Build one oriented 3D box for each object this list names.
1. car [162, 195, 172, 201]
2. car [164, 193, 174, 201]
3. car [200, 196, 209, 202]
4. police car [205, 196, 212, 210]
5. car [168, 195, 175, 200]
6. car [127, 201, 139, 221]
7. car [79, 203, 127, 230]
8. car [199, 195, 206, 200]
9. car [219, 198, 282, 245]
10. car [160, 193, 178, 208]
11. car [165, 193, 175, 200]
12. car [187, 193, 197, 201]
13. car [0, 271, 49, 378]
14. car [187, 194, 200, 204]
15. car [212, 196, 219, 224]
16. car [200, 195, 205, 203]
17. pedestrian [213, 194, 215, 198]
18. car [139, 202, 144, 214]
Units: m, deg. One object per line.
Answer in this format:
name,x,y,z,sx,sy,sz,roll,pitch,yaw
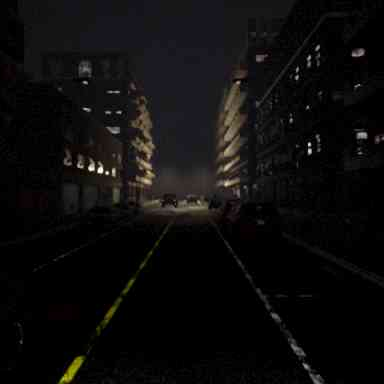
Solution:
car,-5.703,1.439,76.675,1.947,1.339,4.313,1,0,0
car,-5.700,1.179,82.245,2.192,1.841,5.009,1,0,0
car,2.679,1.464,71.067,1.802,1.307,4.206,1,0,0
police car,2.986,1.356,41.514,1.930,1.638,5.238,0,0,0
car,-5.708,1.428,93.388,1.802,1.307,4.206,1,0,0
car,-5.688,1.536,26.534,1.802,1.307,4.206,1,0,0
car,-5.686,1.508,20.964,1.887,1.381,4.507,1,0,0
car,2.674,1.438,87.780,1.802,1.307,4.206,1,0,0
car,2.699,1.289,15.354,2.192,1.841,5.009,1,0,0
car,-3.097,1.146,46.252,2.150,2.045,5.566,0,0,0
car,-5.702,1.170,87.817,2.192,1.841,5.009,1,0,0
car,-0.024,1.199,77.871,2.097,1.767,4.553,0,0,0
car,-3.101,1.542,2.769,2.033,1.411,5.357,0,0,0
car,0.020,1.426,60.075,1.812,1.442,4.674,0,0,0
car,2.698,1.279,20.925,2.192,1.841,5.009,1,0,0
car,2.681,1.416,65.665,1.752,1.417,4.829,1,0,0
pedestrian,2.987,1.219,44.536,0.375,1.860,0.375,1,-1,-5
car,-5.690,1.527,32.105,1.802,1.307,4.206,1,0,0
